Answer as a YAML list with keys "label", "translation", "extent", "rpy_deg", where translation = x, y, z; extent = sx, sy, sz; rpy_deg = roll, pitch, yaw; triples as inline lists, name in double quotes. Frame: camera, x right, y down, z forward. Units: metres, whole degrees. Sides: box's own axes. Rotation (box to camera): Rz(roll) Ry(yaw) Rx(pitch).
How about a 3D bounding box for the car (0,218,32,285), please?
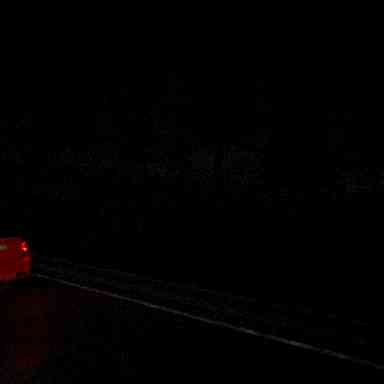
- label: "car"
  translation: [-6.023, 1.352, 8.288]
  extent: [4.553, 1.767, 2.097]
  rpy_deg: [0, 0, 35]
